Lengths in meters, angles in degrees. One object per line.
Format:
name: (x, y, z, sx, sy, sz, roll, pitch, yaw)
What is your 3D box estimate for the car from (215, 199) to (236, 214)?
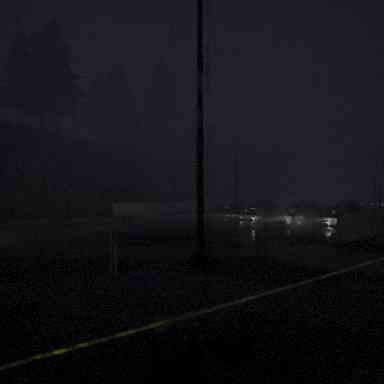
car: (4.528, 1.469, 35.665, 5.008, 1.535, 1.882, 0, 0, -45)

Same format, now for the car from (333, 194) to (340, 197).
car: (30.195, 1.218, 68.188, 2.097, 1.767, 4.553, 0, 0, 32)

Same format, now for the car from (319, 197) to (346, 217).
car: (13.793, 1.462, 30.102, 2.128, 1.511, 4.902, 0, 0, 44)

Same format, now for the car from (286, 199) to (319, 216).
car: (10.908, 1.469, 32.151, 2.128, 1.511, 4.902, 0, 0, 44)

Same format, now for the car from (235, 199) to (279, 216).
car: (6.801, 1.492, 32.998, 4.892, 1.490, 1.837, 0, 0, -45)
